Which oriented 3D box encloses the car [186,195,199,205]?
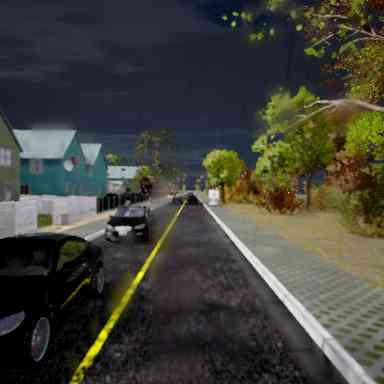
[{"bbox_3d":[0.012,1.318,54.250,1.837,1.490,4.892,0,0,0],"label":"car"}]

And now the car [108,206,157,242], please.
[{"bbox_3d":[-2.836,1.433,16.160,2.128,1.511,4.902,0,0,0],"label":"car"}]

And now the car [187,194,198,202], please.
[{"bbox_3d":[0.015,1.252,66.561,2.128,1.511,4.902,0,0,0],"label":"car"}]

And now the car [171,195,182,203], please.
[{"bbox_3d":[-2.760,1.333,61.625,2.033,1.411,5.357,0,0,1],"label":"car"}]

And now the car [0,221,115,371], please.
[{"bbox_3d":[-2.846,1.504,5.835,1.812,1.442,4.674,0,0,0],"label":"car"}]
